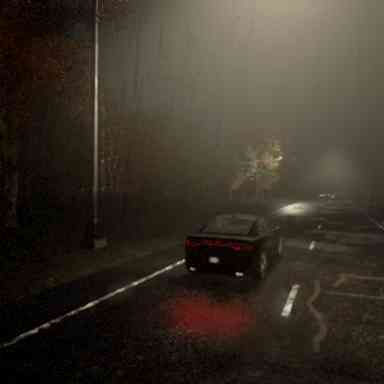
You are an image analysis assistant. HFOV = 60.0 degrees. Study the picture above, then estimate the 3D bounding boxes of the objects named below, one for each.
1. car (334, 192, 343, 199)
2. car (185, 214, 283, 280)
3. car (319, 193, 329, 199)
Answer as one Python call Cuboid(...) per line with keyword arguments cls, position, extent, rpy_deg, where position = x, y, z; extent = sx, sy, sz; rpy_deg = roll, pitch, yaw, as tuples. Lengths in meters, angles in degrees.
Cuboid(cls="car", position=(36.472, 1.070, 82.671), extent=(2.128, 1.511, 4.902), rpy_deg=(1, 1, 23))
Cuboid(cls="car", position=(1.489, 1.400, 9.941), extent=(1.882, 1.535, 5.008), rpy_deg=(1, 1, 23))
Cuboid(cls="car", position=(33.104, 1.031, 83.698), extent=(2.128, 1.511, 4.902), rpy_deg=(1, 1, 23))
